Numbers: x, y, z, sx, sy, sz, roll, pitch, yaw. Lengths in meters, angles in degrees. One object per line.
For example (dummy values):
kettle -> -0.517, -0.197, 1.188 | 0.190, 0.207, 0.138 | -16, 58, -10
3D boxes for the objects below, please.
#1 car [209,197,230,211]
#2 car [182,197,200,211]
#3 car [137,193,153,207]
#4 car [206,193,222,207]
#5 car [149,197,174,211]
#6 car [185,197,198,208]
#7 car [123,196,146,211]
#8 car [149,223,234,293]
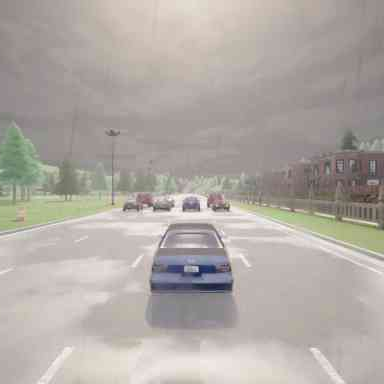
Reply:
car -> 3.422, 1.601, 40.041 | 1.895, 1.301, 4.718 | 0, 0, 0
car -> -0.078, 1.352, 39.974 | 2.097, 1.767, 4.553 | 0, 0, 0
car -> -7.097, 1.221, 50.024 | 2.150, 2.045, 5.566 | 0, 0, 0
car -> 3.403, 1.221, 50.044 | 2.150, 2.045, 5.566 | 0, 0, 0
car -> -3.578, 1.564, 39.998 | 1.994, 1.385, 4.181 | 0, 0, 0
car -> -0.097, 1.505, 50.008 | 1.837, 1.490, 4.892 | 0, 0, 0
car -> -7.078, 1.526, 39.991 | 1.812, 1.442, 4.674 | 0, 0, 0
car -> -0.018, 1.548, 8.975 | 2.033, 1.411, 5.357 | 0, 0, 0
